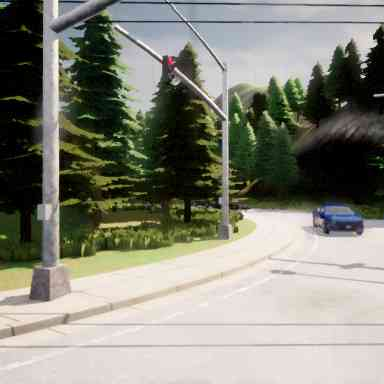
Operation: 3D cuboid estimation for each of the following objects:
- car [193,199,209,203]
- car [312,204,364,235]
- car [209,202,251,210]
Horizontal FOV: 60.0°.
[{"bbox_3d":[1.987,1.505,50.068,1.837,1.490,4.892,0,0,-37],"label":"car"},{"bbox_3d":[8.219,1.478,19.084,1.882,1.535,5.008,0,0,9],"label":"car"},{"bbox_3d":[4.703,1.547,39.705,2.033,1.411,5.357,0,0,-31],"label":"car"}]
